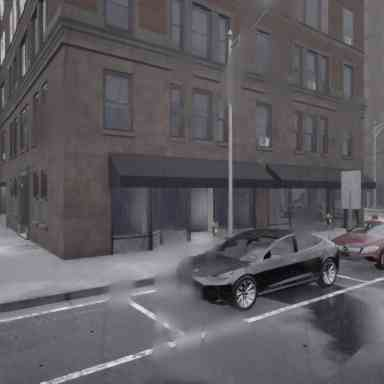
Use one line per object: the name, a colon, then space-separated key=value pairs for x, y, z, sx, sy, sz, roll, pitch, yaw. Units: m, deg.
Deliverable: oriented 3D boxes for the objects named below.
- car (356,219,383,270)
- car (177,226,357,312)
car: x=6.174 y=1.582 z=10.939 sx=4.206 sy=1.307 sz=1.802 roll=0 pitch=0 yaw=-35
car: x=1.695 y=1.566 z=7.744 sx=4.313 sy=1.339 sz=1.947 roll=0 pitch=0 yaw=-36
